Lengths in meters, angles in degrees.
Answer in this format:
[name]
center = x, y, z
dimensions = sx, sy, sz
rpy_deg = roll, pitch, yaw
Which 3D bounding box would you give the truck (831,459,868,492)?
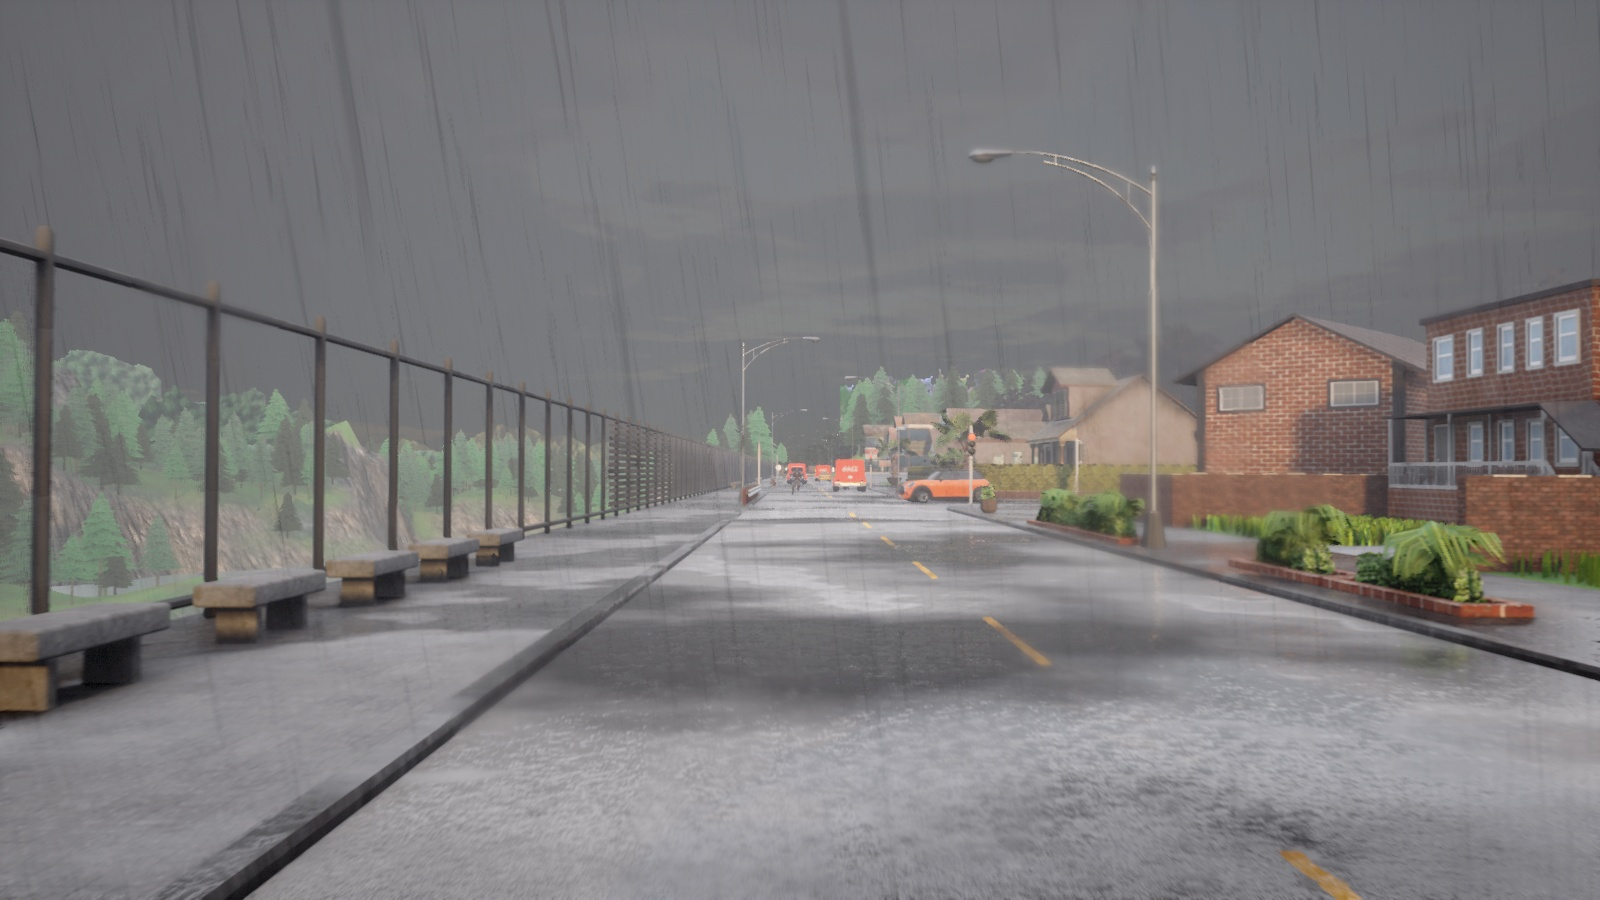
[truck]
center = 3.773, 1.931, 96.655
dimensions = 2.627, 2.467, 5.204
rpy_deg = 0, -1, 0

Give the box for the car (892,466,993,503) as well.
[car]
center = 7.076, 1.692, 62.567
dimensions = 4.553, 1.767, 2.097
rpy_deg = 0, -1, -10
